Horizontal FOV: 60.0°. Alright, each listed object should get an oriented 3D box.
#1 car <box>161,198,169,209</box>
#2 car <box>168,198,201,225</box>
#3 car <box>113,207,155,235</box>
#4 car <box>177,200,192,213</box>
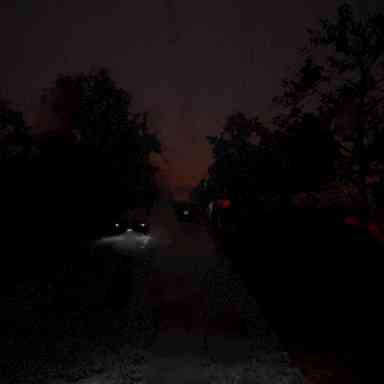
[{"bbox_3d":[-4.346,2.024,60.795,2.150,2.045,5.566,0,-2,-1],"label":"car"},{"bbox_3d":[-0.462,1.461,24.766,2.097,1.767,4.553,0,-1,-2],"label":"car"},{"bbox_3d":[-3.253,1.610,19.619,2.033,1.411,5.357,0,0,-2],"label":"car"},{"bbox_3d":[-1.003,1.854,42.927,1.882,1.535,5.008,0,-1,-2],"label":"car"}]
